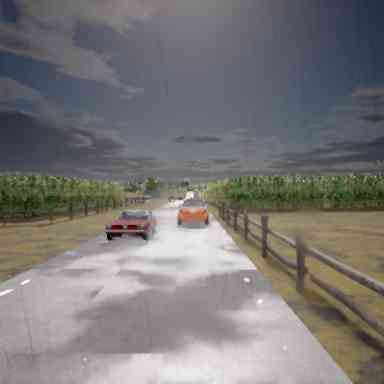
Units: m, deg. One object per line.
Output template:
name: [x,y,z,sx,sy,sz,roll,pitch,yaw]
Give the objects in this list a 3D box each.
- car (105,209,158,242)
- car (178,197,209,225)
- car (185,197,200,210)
car: [-2.831,1.552,16.356,1.895,1.301,4.718,0,0,0]
car: [0.095,1.295,23.863,2.097,1.767,4.553,0,0,0]
car: [0.108,1.472,42.656,1.837,1.490,4.892,0,0,0]
